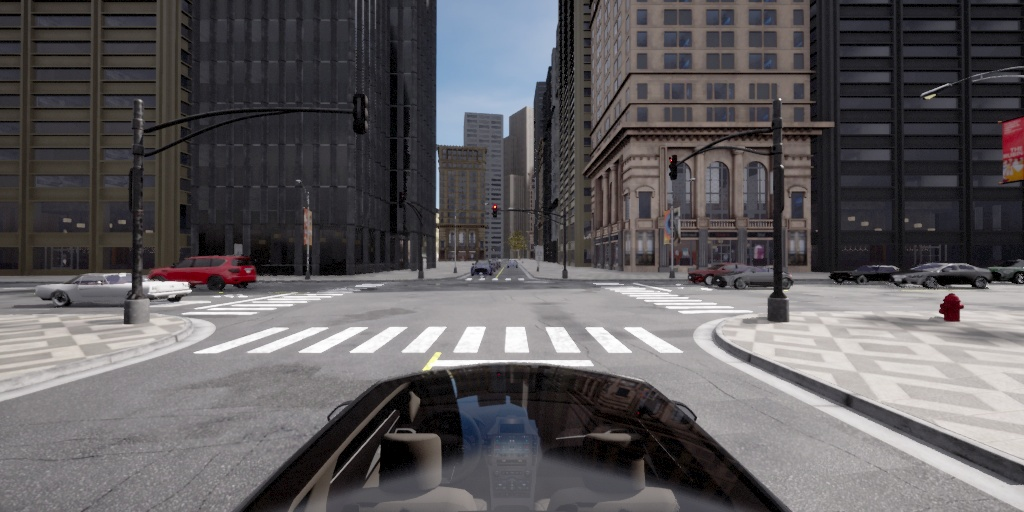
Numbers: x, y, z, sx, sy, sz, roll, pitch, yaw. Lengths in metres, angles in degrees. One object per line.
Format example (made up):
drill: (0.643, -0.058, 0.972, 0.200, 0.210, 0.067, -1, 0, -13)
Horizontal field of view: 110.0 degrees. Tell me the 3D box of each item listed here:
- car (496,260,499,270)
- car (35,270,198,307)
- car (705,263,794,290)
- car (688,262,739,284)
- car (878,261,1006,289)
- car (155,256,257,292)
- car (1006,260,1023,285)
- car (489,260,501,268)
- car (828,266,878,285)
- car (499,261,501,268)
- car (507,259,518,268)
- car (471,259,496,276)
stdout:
car: (-3.085, 1.386, 46.367, 1.994, 1.385, 4.181, 0, 0, 0)
car: (-16.384, 1.369, 14.956, 4.718, 1.301, 1.895, 0, 0, 0)
car: (14.466, 1.283, 21.701, 4.181, 1.385, 1.994, 0, 0, 0)
car: (14.891, 1.220, 24.957, 5.008, 1.535, 1.882, 0, 0, 0)
car: (25.850, 1.182, 21.718, 4.902, 1.511, 2.128, 0, 0, 0)
car: (-18.587, 1.049, 21.655, 5.566, 2.045, 2.150, 0, 0, 0)
car: (35.381, 1.045, 24.973, 4.553, 1.767, 2.097, 0, 0, 0)
car: (-3.068, 1.443, 65.365, 1.994, 1.385, 4.181, 0, 0, 0)
car: (25.062, 1.318, 24.971, 4.718, 1.301, 1.895, 0, 0, 0)
car: (-3.086, 1.411, 55.398, 1.994, 1.385, 4.181, 0, 0, 0)
car: (0.094, 1.424, 64.668, 2.033, 1.411, 5.357, 0, 0, 1)
car: (-3.069, 1.152, 37.595, 2.097, 1.767, 4.553, 0, 0, 0)
